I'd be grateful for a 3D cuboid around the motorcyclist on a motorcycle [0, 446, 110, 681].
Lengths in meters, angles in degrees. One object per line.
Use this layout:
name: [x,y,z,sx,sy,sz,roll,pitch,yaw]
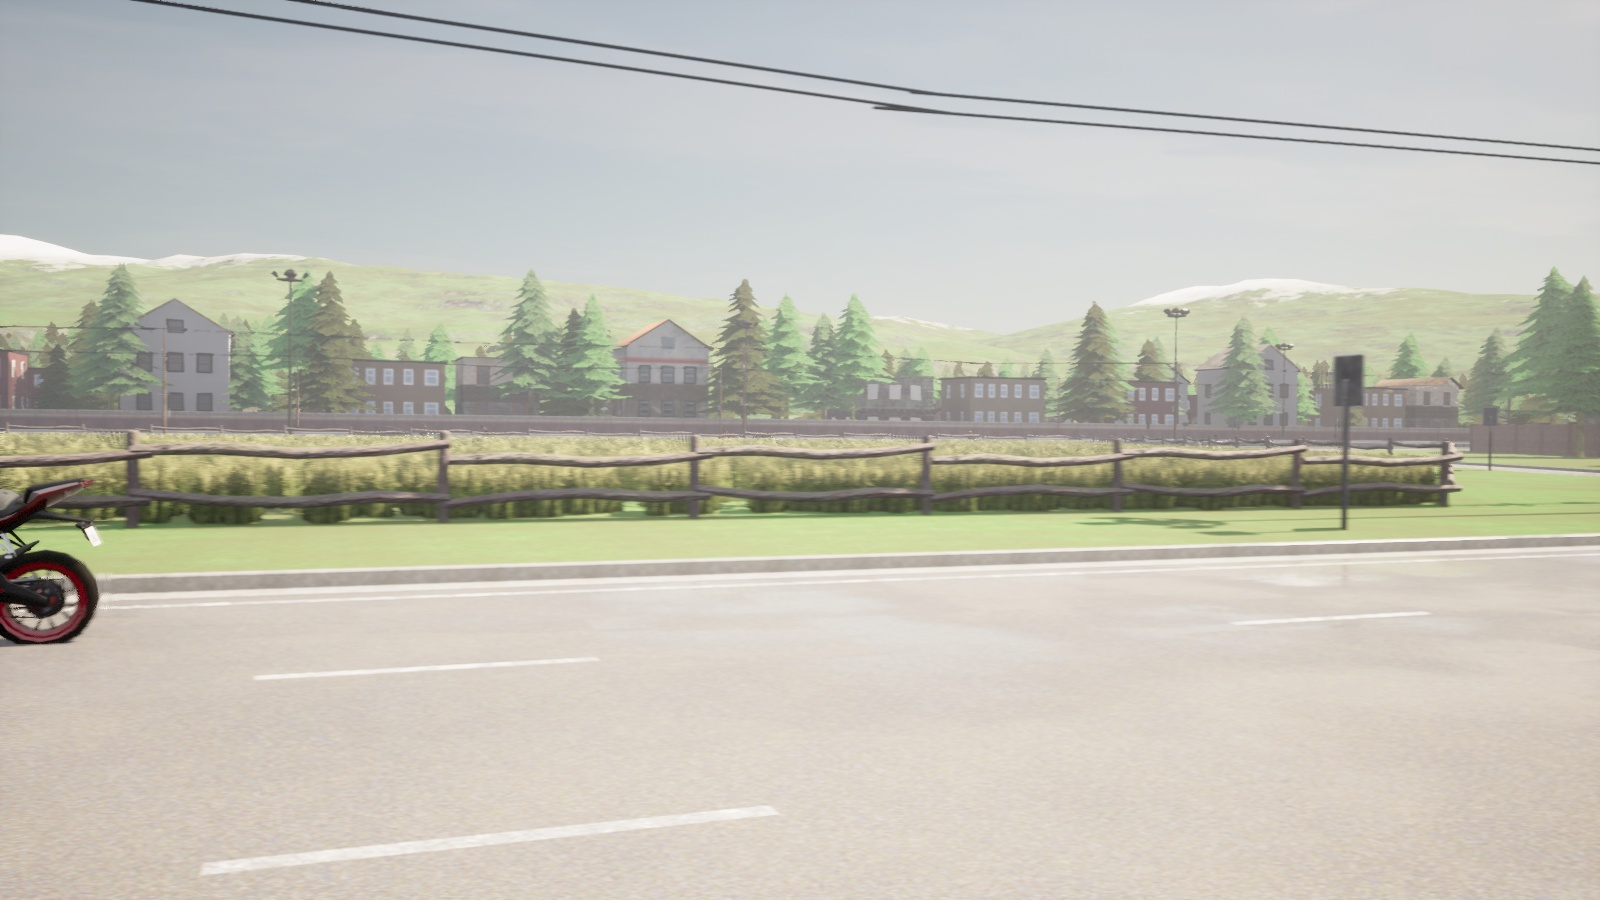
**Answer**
motorcyclist on a motorcycle: [-5.968,0.761,8.461,2.191,1.530,0.866,-1,1,-21]
